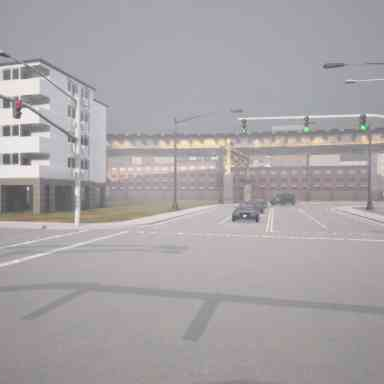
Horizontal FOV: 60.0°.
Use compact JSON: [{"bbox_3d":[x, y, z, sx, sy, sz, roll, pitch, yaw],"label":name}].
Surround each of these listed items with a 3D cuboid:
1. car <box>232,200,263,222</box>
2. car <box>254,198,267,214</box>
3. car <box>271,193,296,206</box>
[{"bbox_3d":[4.368,1.592,26.549,1.994,1.385,4.181,0,0,14],"label":"car"},{"bbox_3d":[6.803,1.594,36.251,1.994,1.385,4.181,0,0,14],"label":"car"},{"bbox_3d":[15.482,1.269,56.526,5.566,2.045,2.150,1,0,-44],"label":"car"}]
